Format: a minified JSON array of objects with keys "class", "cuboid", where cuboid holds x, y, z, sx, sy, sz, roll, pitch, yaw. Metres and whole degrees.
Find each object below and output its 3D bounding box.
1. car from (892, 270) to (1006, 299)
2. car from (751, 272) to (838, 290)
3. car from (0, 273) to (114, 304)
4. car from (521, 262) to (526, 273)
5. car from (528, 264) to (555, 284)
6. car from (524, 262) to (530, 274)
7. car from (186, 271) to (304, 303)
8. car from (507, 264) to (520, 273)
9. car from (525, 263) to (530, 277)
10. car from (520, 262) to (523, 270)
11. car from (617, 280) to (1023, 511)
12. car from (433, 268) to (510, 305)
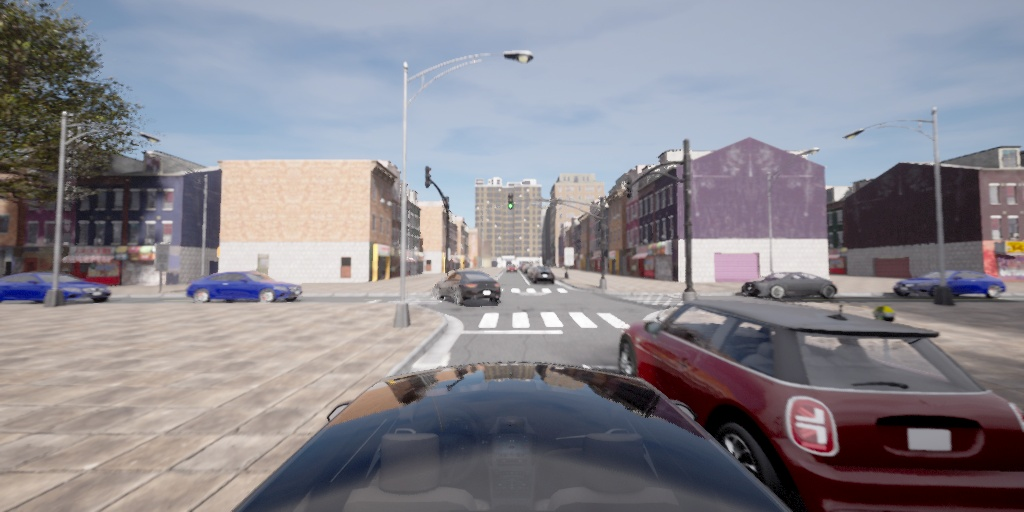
[{"class":"car","cuboid":[23.073,1.474,18.992,4.674,1.442,1.812,0,-2,0]},{"class":"car","cuboid":[14.619,1.518,19.050,4.181,1.385,1.994,0,-2,0]},{"class":"car","cuboid":[-21.186,1.475,16.343,4.674,1.442,1.812,-1,-2,1]},{"class":"car","cuboid":[2.662,2.009,52.706,1.948,1.339,4.313,0,0,0]},{"class":"car","cuboid":[2.653,1.663,30.962,1.948,1.339,4.313,0,0,0]},{"class":"car","cuboid":[2.657,1.786,42.003,1.751,1.417,4.829,0,0,0]},{"class":"car","cuboid":[-12.045,1.408,16.282,4.674,1.442,1.812,0,-2,0]},{"class":"car","cuboid":[0.027,2.197,61.301,1.895,1.301,4.718,0,-1,0]},{"class":"car","cuboid":[2.655,1.742,36.397,1.948,1.339,4.313,0,0,0]},{"class":"car","cuboid":[2.664,2.065,58.312,1.751,1.417,4.829,0,0,0]},{"class":"car","cuboid":[2.642,1.215,4.219,1.967,1.591,4.097,0,0,0]},{"class":"car","cuboid":[-2.122,1.394,16.557,1.812,1.442,4.674,1,-2,-29]}]
